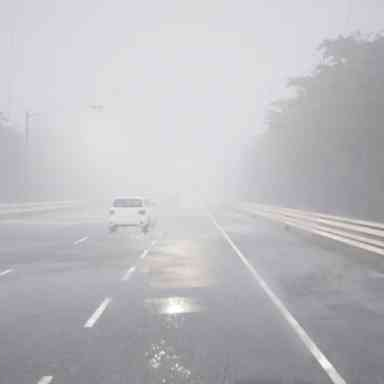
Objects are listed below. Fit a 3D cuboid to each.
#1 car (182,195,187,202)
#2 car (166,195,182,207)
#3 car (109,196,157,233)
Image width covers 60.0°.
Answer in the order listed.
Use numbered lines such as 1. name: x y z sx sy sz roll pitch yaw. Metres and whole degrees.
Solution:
1. car: -3.098 2.038 88.131 1.994 1.385 4.181 0 0 1
2. car: -3.324 1.517 59.012 2.150 2.045 5.566 0 0 0
3. car: -3.483 1.281 20.320 2.150 2.045 5.566 0 0 0
